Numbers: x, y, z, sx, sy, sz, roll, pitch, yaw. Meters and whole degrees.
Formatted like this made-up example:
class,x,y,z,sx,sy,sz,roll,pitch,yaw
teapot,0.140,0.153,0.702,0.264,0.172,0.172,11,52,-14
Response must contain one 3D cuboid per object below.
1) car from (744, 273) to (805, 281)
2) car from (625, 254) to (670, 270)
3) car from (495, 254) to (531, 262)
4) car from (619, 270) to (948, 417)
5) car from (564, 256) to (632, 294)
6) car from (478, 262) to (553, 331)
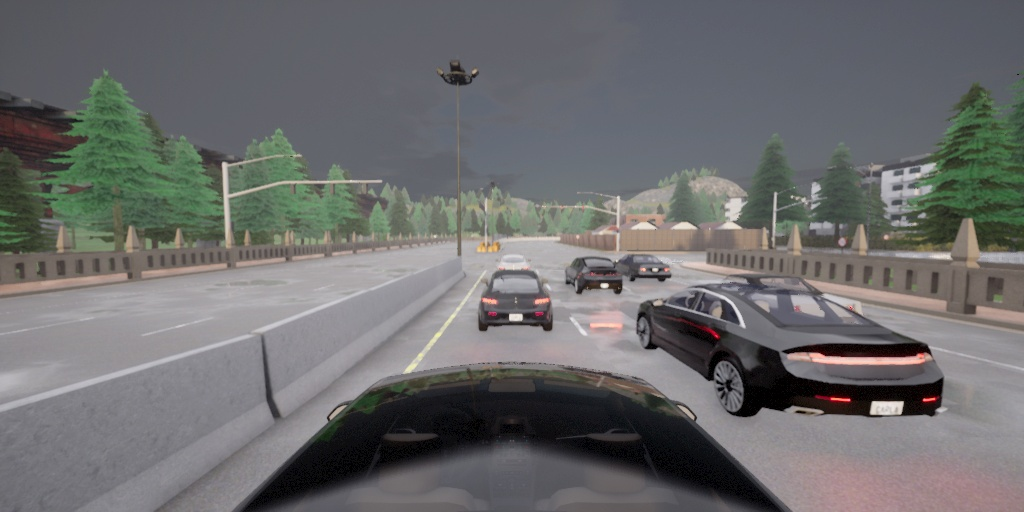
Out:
class,x,y,z,sx,sy,sz,roll,pitch,yaw
car,7.084,1.154,10.494,1.895,1.301,4.718,0,2,0
car,7.097,0.575,20.134,2.033,1.411,5.357,0,3,1
car,0.064,0.606,19.197,1.812,1.442,4.674,0,3,0
car,3.587,1.188,5.844,2.128,1.511,4.902,0,1,0
car,3.572,0.757,16.247,1.837,1.490,4.892,0,3,0
car,0.083,1.092,10.189,1.812,1.442,4.674,0,2,0
